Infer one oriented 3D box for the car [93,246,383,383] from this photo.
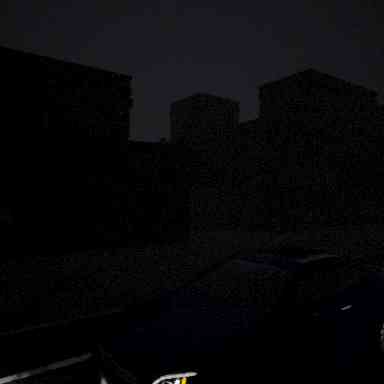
[{"bbox_3d":[1.089,1.527,4.446,4.674,1.442,1.812,0,0,-36],"label":"car"}]
